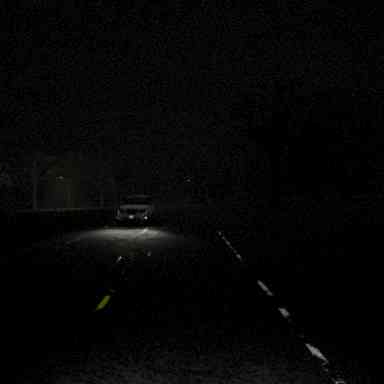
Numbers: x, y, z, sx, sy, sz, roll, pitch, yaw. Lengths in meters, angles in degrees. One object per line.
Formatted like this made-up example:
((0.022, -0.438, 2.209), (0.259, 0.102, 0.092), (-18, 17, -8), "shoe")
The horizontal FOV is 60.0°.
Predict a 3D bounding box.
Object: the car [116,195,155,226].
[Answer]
((-3.948, 1.240, 24.124), (2.150, 2.045, 5.566), (0, 0, -1), "car")
